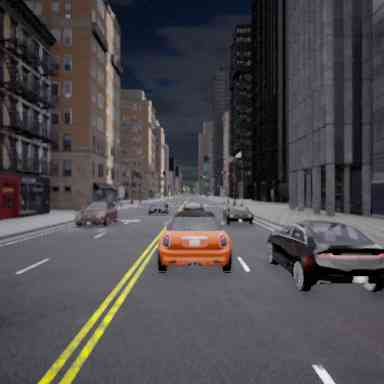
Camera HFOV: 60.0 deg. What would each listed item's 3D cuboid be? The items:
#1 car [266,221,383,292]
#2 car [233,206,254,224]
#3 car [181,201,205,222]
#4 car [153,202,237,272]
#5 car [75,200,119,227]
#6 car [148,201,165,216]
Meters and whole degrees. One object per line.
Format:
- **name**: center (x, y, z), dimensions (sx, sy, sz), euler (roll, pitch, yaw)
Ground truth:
- **car**: center (3.326, 1.516, 8.961), dimensions (2.128, 1.511, 4.902), euler (0, 0, 0)
- **car**: center (3.333, 1.671, 24.969), dimensions (1.895, 1.301, 4.718), euler (0, 0, 0)
- **car**: center (0.091, 1.558, 28.307), dimensions (1.882, 1.535, 5.008), euler (0, 0, 0)
- **car**: center (0.084, 1.383, 11.094), dimensions (2.097, 1.767, 4.553), euler (0, 0, 0)
- **car**: center (-6.598, 1.417, 23.472), dimensions (2.097, 1.767, 4.553), euler (0, 0, 0)
- **car**: center (-3.344, 1.664, 34.262), dimensions (1.994, 1.385, 4.181), euler (0, 0, 0)
